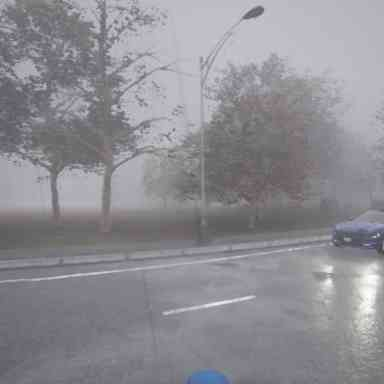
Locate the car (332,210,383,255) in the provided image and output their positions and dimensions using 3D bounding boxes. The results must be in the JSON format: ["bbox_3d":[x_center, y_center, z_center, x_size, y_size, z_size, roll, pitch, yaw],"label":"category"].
[{"bbox_3d":[7.659,1.456,13.327,5.008,1.535,1.882,1,0,-34],"label":"car"}]
